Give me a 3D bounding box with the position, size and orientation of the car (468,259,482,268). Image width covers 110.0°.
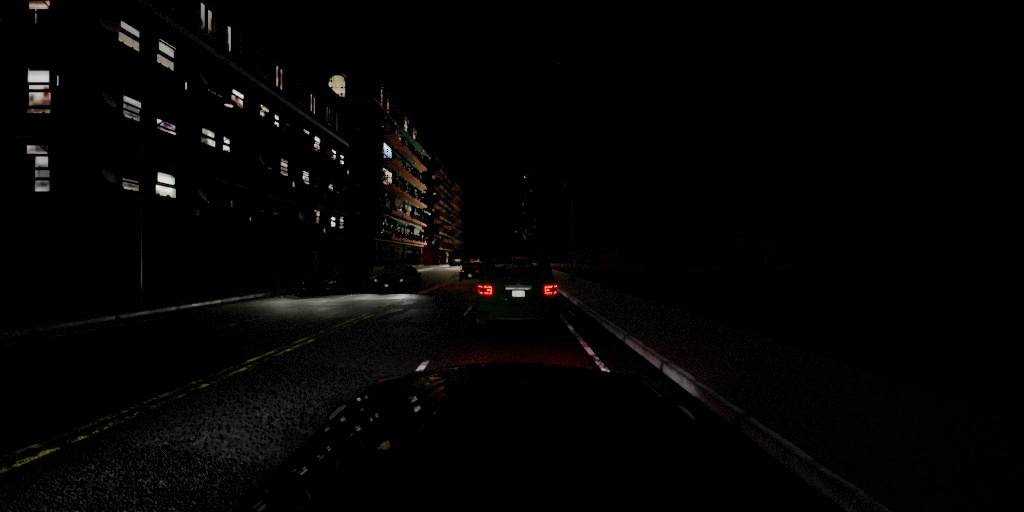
[{"bbox_3d":[-6.493,1.230,63.346,1.882,1.535,5.008,0,0,0],"label":"car"}]

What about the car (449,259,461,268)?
[{"bbox_3d":[-9.745,1.244,62.925,2.128,1.511,4.902,0,0,0],"label":"car"}]

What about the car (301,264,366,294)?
[{"bbox_3d":[-9.828,1.231,20.296,1.882,1.535,5.008,0,0,0],"label":"car"}]

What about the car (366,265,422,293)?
[{"bbox_3d":[-6.564,1.279,21.051,1.812,1.442,4.674,0,0,0],"label":"car"}]

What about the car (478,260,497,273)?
[{"bbox_3d":[-3.101,1.301,45.567,2.033,1.411,5.357,0,0,0],"label":"car"}]

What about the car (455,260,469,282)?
[{"bbox_3d":[-3.118,1.280,28.976,1.812,1.442,4.674,0,0,0],"label":"car"}]

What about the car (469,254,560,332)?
[{"bbox_3d":[0.115,0.973,11.040,2.150,2.045,5.566,0,0,-1],"label":"car"}]
